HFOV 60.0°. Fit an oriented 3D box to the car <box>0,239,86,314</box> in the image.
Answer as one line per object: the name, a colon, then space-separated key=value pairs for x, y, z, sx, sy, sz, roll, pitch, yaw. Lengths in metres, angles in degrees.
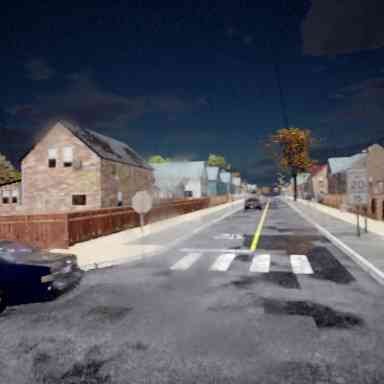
car: x=-5.134 y=1.708 z=7.077 sx=5.357 sy=1.411 sz=2.033 roll=-1 pitch=-1 yaw=1

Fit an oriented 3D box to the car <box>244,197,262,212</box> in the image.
car: x=7.063 y=1.321 z=38.490 sx=1.882 sy=1.535 sz=5.008 roll=-1 pitch=0 yaw=14
